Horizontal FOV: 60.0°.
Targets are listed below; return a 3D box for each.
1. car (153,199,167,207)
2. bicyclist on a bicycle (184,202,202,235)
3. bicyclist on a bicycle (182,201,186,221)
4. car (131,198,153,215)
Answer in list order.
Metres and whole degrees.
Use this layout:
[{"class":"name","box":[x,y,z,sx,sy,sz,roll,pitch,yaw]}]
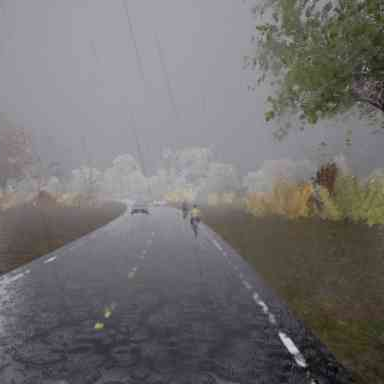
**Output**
[{"class":"car","box":[-5.253,1.743,53.848,1.895,1.301,4.718,0,0,-11]},{"class":"bicyclist on a bicycle","box":[0.164,1.483,18.260,0.866,1.612,1.509,0,0,-4]},{"class":"bicyclist on a bicycle","box":[-0.555,1.521,26.659,0.582,1.620,1.656,0,0,-5]},{"class":"car","box":[-5.437,1.644,35.097,2.033,1.411,5.357,0,0,-7]}]
